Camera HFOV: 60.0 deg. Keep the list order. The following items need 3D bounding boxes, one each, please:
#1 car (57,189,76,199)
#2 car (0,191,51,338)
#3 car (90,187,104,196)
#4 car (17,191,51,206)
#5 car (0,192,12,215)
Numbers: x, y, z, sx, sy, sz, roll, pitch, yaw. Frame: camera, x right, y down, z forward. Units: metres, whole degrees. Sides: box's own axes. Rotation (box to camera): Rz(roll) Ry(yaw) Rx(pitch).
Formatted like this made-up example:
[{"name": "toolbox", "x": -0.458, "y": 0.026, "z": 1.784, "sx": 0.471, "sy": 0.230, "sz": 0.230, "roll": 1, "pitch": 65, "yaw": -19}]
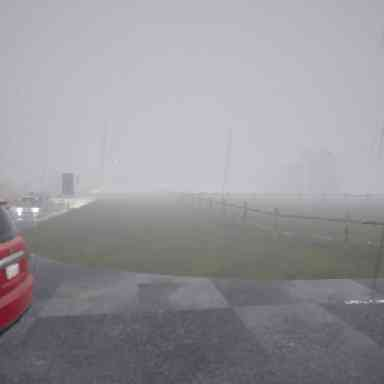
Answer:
[{"name": "car", "x": -18.302, "y": 0.171, "z": 48.588, "sx": 1.837, "sy": 1.490, "sz": 4.892, "roll": 1, "pitch": 1, "yaw": -9}, {"name": "car", "x": -4.879, "y": 1.042, "z": 3.862, "sx": 5.566, "sy": 2.045, "sz": 2.150, "roll": 1, "pitch": 1, "yaw": -6}, {"name": "car", "x": -17.870, "y": -0.250, "z": 62.632, "sx": 2.097, "sy": 1.767, "sz": 4.553, "roll": 1, "pitch": 1, "yaw": -10}, {"name": "car", "x": -15.785, "y": 0.622, "z": 33.505, "sx": 1.895, "sy": 1.301, "sz": 4.718, "roll": 1, "pitch": 1, "yaw": -9}, {"name": "car", "x": -13.893, "y": 0.811, "z": 22.360, "sx": 1.812, "sy": 1.442, "sz": 4.674, "roll": 1, "pitch": 1, "yaw": -10}]
